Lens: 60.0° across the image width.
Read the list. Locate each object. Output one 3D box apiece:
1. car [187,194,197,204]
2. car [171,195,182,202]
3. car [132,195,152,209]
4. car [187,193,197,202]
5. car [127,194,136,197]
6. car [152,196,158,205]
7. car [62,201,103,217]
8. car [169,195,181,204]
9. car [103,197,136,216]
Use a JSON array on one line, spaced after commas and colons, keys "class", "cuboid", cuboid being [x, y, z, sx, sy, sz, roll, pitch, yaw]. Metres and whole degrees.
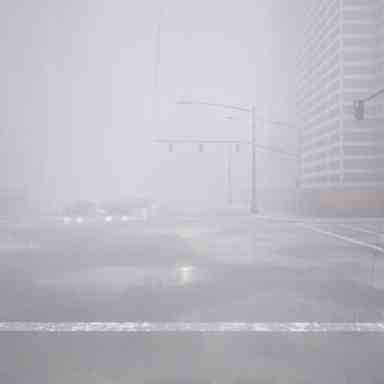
[{"class": "car", "cuboid": [0.049, 1.547, 64.230, 2.033, 1.411, 5.357, 0, 0, 0]}, {"class": "car", "cuboid": [-3.444, 1.354, 74.517, 2.128, 1.511, 4.902, 0, 0, 0]}, {"class": "car", "cuboid": [-7.048, 1.506, 45.902, 1.837, 1.490, 4.892, 0, 0, 0]}, {"class": "car", "cuboid": [0.056, 1.184, 74.484, 2.097, 1.767, 4.553, 0, 0, 0]}, {"class": "car", "cuboid": [-10.548, 1.506, 54.229, 1.837, 1.490, 4.892, 0, 0, 0]}, {"class": "car", "cuboid": [-7.024, 1.505, 57.170, 1.837, 1.490, 4.892, 0, 0, 0]}, {"class": "car", "cuboid": [-10.581, 1.548, 32.041, 2.033, 1.411, 5.357, 0, 0, 1]}, {"class": "car", "cuboid": [-3.451, 1.491, 64.233, 2.128, 1.511, 4.902, 0, 0, 0]}, {"class": "car", "cuboid": [-7.051, 1.526, 32.910, 1.812, 1.442, 4.674, 0, 0, -1]}]
